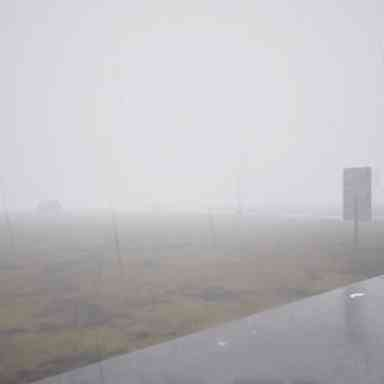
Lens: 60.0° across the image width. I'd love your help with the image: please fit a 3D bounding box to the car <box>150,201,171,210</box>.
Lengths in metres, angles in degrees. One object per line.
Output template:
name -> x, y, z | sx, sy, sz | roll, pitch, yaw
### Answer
car -> -5.579, 2.358, 59.349 | 2.097, 1.767, 4.553 | 1, -2, -36
